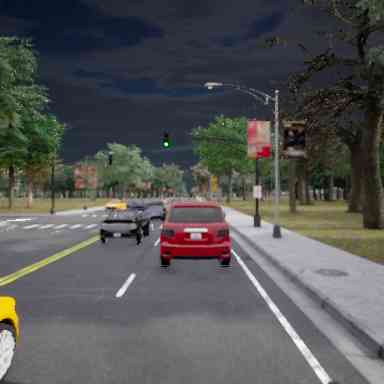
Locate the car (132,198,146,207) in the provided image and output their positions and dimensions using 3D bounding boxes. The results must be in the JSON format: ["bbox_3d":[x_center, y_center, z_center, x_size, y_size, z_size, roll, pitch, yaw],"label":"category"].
[{"bbox_3d":[-9.792,1.981,62.281,1.837,1.490,4.892,0,0,0],"label":"car"}]

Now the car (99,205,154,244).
[{"bbox_3d":[-3.155,1.612,16.443,2.128,1.511,4.902,0,0,0],"label":"car"}]

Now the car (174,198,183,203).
[{"bbox_3d":[-3.277,2.124,82.405,1.895,1.301,4.718,0,0,0],"label":"car"}]

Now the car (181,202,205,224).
[{"bbox_3d":[0.077,1.684,28.026,1.882,1.535,5.008,0,0,0],"label":"car"}]

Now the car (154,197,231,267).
[{"bbox_3d":[0.096,1.311,11.910,2.150,2.045,5.566,0,0,0],"label":"car"}]

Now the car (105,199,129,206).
[{"bbox_3d":[-9.852,1.798,42.984,1.882,1.535,5.008,0,0,0],"label":"car"}]

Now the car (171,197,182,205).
[{"bbox_3d":[-3.274,1.914,72.247,2.097,1.767,4.553,0,0,0],"label":"car"}]

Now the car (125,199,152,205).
[{"bbox_3d":[-6.612,1.910,41.537,1.895,1.301,4.718,0,0,0],"label":"car"}]

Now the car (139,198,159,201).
[{"bbox_3d":[-6.605,1.932,51.144,2.033,1.411,5.357,0,0,0],"label":"car"}]

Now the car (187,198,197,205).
[{"bbox_3d":[-0.023,2.095,71.860,2.033,1.411,5.357,0,0,0],"label":"car"}]

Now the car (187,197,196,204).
[{"bbox_3d":[-0.027,2.054,82.381,2.128,1.511,4.902,0,0,0],"label":"car"}]

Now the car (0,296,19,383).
[{"bbox_3d":[-3.152,1.495,2.280,1.882,1.535,5.008,0,0,0],"label":"car"}]

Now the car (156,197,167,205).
[{"bbox_3d":[-6.523,1.895,71.507,2.097,1.767,4.553,0,0,0],"label":"car"}]

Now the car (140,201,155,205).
[{"bbox_3d":[-3.158,1.783,29.627,1.994,1.385,4.181,0,0,0],"label":"car"}]
